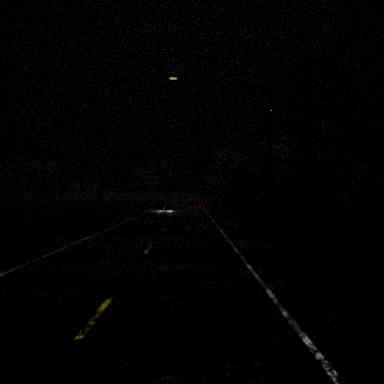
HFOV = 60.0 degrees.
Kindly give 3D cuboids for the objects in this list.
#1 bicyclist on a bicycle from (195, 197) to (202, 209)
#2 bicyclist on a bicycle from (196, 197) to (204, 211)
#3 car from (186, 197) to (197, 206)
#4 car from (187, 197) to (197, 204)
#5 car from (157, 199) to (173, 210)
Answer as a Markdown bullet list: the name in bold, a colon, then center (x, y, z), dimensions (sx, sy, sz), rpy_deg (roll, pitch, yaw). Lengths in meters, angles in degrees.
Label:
- **bicyclist on a bicycle**: center (0.943, 1.605, 48.353), dimensions (0.866, 1.612, 1.509), rpy_deg (0, 0, 0)
- **bicyclist on a bicycle**: center (0.942, 1.572, 39.106), dimensions (0.866, 1.612, 1.509), rpy_deg (0, 0, 0)
- **car**: center (0.026, 1.729, 58.286), dimensions (1.812, 1.442, 4.674), rpy_deg (0, 0, 0)
- **car**: center (-0.030, 1.802, 74.886), dimensions (2.033, 1.411, 5.357), rpy_deg (0, 0, 0)
- **car**: center (-3.604, 1.706, 45.680), dimensions (2.033, 1.411, 5.357), rpy_deg (0, 0, 0)
